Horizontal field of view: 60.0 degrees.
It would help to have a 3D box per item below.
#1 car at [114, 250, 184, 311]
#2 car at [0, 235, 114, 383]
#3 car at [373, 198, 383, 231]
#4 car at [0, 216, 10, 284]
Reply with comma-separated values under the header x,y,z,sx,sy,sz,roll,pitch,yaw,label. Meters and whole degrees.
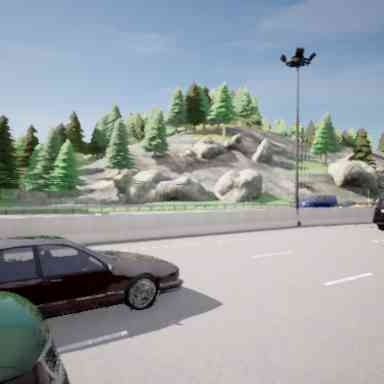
x,y,z,sx,sy,sz,roll,pitch,yaw,label
-2.787,1.524,6.024,5.357,1.411,2.033,0,0,-35,car
-3.394,1.191,1.304,5.566,2.045,2.150,0,0,-36,car
13.428,1.343,20.203,5.566,2.045,2.150,0,0,-29,car
-6.928,1.447,7.367,4.892,1.490,1.837,0,0,-36,car
